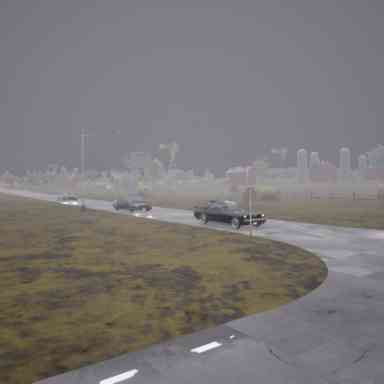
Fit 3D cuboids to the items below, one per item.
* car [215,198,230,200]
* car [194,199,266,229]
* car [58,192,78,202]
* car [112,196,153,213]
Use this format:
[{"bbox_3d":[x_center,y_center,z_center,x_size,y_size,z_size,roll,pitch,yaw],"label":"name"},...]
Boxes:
[{"bbox_3d":[1.997,1.196,25.164,1.812,1.442,4.674,-1,2,-35],"label":"car"},{"bbox_3d":[2.199,1.387,20.205,1.895,1.301,4.718,-1,2,-36],"label":"car"},{"bbox_3d":[-17.922,0.670,47.923,1.994,1.385,4.181,-1,2,-36],"label":"car"},{"bbox_3d":[-5.699,1.085,31.034,2.033,1.411,5.357,-1,2,-36],"label":"car"}]
